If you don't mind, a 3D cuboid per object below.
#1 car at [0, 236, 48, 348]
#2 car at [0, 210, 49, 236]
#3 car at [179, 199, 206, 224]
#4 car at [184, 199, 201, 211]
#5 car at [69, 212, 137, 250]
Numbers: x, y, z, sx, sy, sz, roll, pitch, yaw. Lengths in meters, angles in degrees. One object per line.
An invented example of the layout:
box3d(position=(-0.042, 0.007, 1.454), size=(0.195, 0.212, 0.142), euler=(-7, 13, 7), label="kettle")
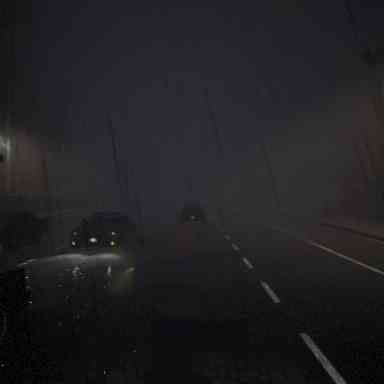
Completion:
box3d(position=(-3.599, 1.544, 3.283), size=(2.033, 1.411, 5.357), euler=(0, 0, 0), label="car")
box3d(position=(-7.088, 1.462, 12.282), size=(1.882, 1.535, 5.008), euler=(0, 0, 0), label="car")
box3d(position=(0.068, 1.495, 24.207), size=(1.812, 1.442, 4.674), euler=(0, 0, 1), label="car")
box3d(position=(0.066, 1.549, 41.504), size=(1.895, 1.301, 4.718), euler=(0, 0, 0), label="car")
box3d(position=(-3.582, 1.547, 14.051), size=(1.994, 1.385, 4.181), euler=(0, 0, 0), label="car")
